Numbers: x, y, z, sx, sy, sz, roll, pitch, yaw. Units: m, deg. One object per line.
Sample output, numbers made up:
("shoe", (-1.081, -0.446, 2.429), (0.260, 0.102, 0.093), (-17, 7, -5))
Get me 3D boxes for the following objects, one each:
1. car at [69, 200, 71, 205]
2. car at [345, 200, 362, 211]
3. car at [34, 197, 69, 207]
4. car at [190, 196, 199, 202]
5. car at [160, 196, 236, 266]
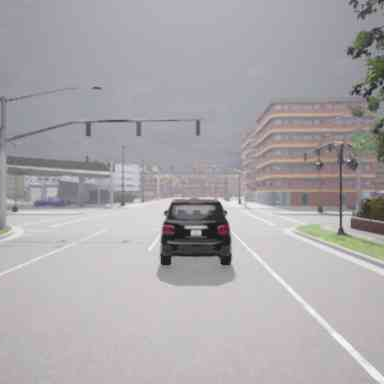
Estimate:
("car", (-23.809, 1.759, 59.623), (3.806, 1.475, 1.970), (0, 0, 1))
("car", (22.726, 1.729, 43.718), (4.892, 1.490, 1.837), (0, 0, 1))
("car", (-23.113, 1.569, 53.871), (4.611, 1.667, 2.242), (0, 0, 1))
("car", (0.521, 1.800, 83.891), (2.128, 1.511, 4.902), (0, 0, 0))
("car", (0.128, 1.277, 11.864), (2.150, 2.045, 5.566), (0, -1, 0))
